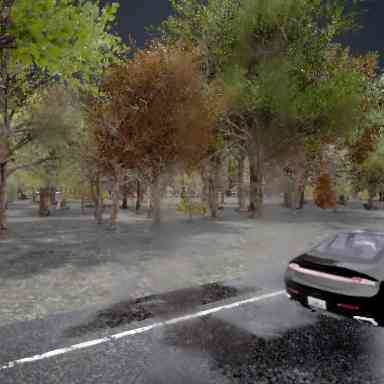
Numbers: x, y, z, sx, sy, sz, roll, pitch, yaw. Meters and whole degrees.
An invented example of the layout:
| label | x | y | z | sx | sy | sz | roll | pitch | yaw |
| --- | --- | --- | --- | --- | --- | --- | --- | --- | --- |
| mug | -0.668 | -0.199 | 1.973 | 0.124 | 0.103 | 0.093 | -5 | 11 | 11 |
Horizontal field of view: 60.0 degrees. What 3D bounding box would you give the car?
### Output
| label | x | y | z | sx | sy | sz | roll | pitch | yaw |
| --- | --- | --- | --- | --- | --- | --- | --- | --- | --- |
| car | 3.891 | 1.496 | 6.539 | 4.902 | 1.511 | 2.128 | 0 | 0 | -36 |
